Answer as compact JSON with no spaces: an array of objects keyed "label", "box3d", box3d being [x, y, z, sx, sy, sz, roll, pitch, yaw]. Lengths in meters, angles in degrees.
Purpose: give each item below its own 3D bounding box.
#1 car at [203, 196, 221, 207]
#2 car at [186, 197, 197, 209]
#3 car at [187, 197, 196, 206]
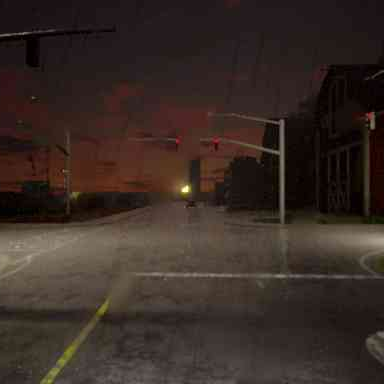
[{"label":"car","box3d":[4.067,1.869,66.027,1.905,1.878,3.866,-7,3,-42]},{"label":"car","box3d":[-0.094,2.149,58.635,2.033,1.411,5.357,-1,0,0]},{"label":"car","box3d":[-0.106,2.061,73.447,2.097,1.767,4.553,0,-1,0]}]
